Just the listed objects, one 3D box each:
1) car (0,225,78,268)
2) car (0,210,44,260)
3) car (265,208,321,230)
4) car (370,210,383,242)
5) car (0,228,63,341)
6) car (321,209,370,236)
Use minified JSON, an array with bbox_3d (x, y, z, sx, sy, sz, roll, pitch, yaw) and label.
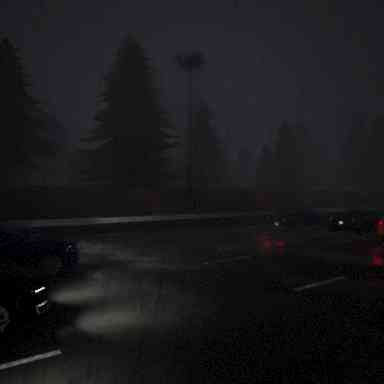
[{"bbox_3d":[-5.498,1.479,8.423,5.008,1.535,1.882,0,0,-36],"label":"car"},{"bbox_3d":[-7.812,1.477,11.072,5.008,1.535,1.882,1,0,-35],"label":"car"},{"bbox_3d":[7.003,1.688,21.639,4.718,1.301,1.895,0,0,-36],"label":"car"},{"bbox_3d":[10.720,1.437,15.692,4.553,1.767,2.097,0,0,-35],"label":"car"},{"bbox_3d":[-4.669,1.498,4.715,4.892,1.490,1.837,1,-1,-35],"label":"car"},{"bbox_3d":[9.763,1.655,19.308,4.181,1.385,1.994,0,0,-35],"label":"car"}]
